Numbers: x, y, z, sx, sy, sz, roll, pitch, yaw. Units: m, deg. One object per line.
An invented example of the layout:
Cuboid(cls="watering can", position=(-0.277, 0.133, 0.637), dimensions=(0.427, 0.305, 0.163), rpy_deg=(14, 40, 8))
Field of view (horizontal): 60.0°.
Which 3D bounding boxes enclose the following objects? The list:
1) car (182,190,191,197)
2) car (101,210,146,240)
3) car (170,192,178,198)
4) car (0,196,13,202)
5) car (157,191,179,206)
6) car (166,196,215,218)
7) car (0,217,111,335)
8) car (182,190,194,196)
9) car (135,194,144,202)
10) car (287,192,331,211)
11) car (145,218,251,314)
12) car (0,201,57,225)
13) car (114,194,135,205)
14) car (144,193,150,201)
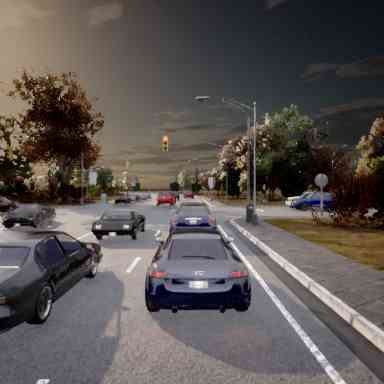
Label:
Cuboid(cls="car", position=(-1.580, 0.441, 94.071), dimensions=(2.097, 1.767, 4.553), rpy_deg=(0, 1, -7))
Cuboid(cls="car", position=(-3.475, 1.526, 16.659), dimensions=(1.895, 1.301, 4.718), rpy_deg=(0, 0, -1))
Cuboid(cls="car", position=(-5.065, 0.809, 93.654), dimensions=(1.994, 1.385, 4.181), rpy_deg=(0, 1, -7))
Cuboid(cls="car", position=(-18.137, 1.179, 31.758), dimensions=(4.553, 1.767, 2.097), rpy_deg=(0, 0, -3))
Cuboid(cls="car", position=(-3.597, 0.949, 46.993), dimensions=(2.150, 2.045, 5.566), rpy_deg=(0, 0, 3))
Cuboid(cls="car", position=(0.046, 1.280, 16.336), dimensions=(2.097, 1.767, 4.553), rpy_deg=(0, 0, 0))
Cuboid(cls="car", position=(-3.416, 1.531, 7.014), dimensions=(2.033, 1.411, 5.357), rpy_deg=(0, 0, -1))
Cuboid(cls="car", position=(-0.764, 0.608, 83.423), dimensions=(2.150, 2.045, 5.566), rpy_deg=(0, 1, -4))
Cuboid(cls="car", position=(-10.794, 1.120, 61.251), dimensions=(2.128, 1.511, 4.902), rpy_deg=(0, 0, 0))
Cuboid(cls="car", position=(14.025, 1.012, 37.401), dimensions=(5.566, 2.045, 2.150), rpy_deg=(0, 0, -3))
Cuboid(cls="car", position=(0.082, 1.545, 7.703), dimensions=(1.994, 1.385, 4.181), rpy_deg=(0, 0, -1))
Cuboid(cls="car", position=(-10.172, 1.442, 21.328), dimensions=(2.033, 1.411, 5.357), rpy_deg=(0, 0, -8))
Cuboid(cls="car", position=(-10.784, 1.295, 52.149), dimensions=(1.895, 1.301, 4.718), rpy_deg=(0, 0, 0))
Cuboid(cls="car", position=(-10.836, 1.131, 71.208), dimensions=(1.895, 1.301, 4.718), rpy_deg=(0, 1, -1))
